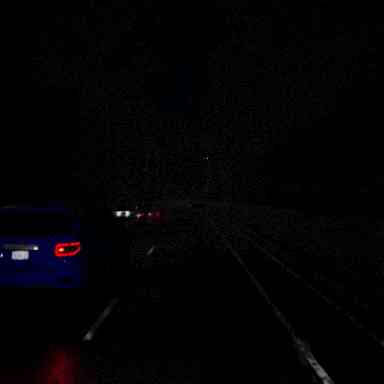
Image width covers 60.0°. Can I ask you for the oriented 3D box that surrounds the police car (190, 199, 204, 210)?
[{"bbox_3d":[0.976,2.021,53.881,1.930,1.638,5.238,0,-1,0],"label":"police car"}]

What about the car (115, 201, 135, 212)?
[{"bbox_3d":[-9.829,2.090,48.976,1.994,1.385,4.181,0,-1,0],"label":"car"}]

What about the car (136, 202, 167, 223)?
[{"bbox_3d":[-3.152,1.777,27.480,2.033,1.411,5.357,0,-1,0],"label":"car"}]

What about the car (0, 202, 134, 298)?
[{"bbox_3d":[-3.152,1.273,8.794,2.150,2.045,5.566,0,0,0],"label":"car"}]

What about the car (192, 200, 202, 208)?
[{"bbox_3d":[0.976,2.270,63.770,1.812,1.442,4.674,0,-1,0],"label":"car"}]
